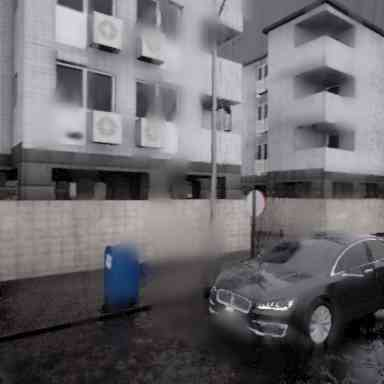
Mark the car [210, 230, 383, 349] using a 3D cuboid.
[{"bbox_3d":[2.562,1.555,6.426,4.892,1.490,1.837,1,0,-35],"label":"car"}]
